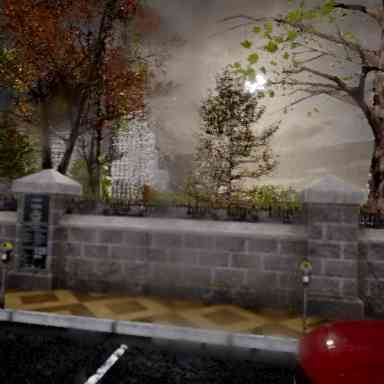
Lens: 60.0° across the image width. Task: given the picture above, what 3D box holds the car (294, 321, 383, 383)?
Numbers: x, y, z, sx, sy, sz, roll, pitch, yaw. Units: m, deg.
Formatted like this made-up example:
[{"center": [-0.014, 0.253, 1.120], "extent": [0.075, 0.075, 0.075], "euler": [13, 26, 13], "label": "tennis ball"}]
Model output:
[{"center": [3.503, 1.765, 2.897], "extent": [5.008, 1.535, 1.882], "euler": [2, -3, 10], "label": "car"}]
